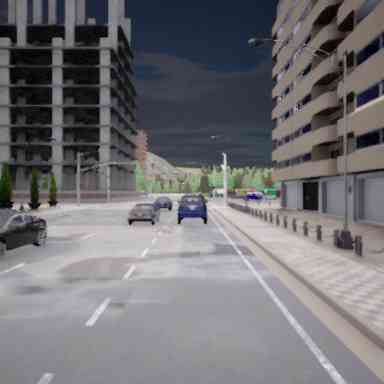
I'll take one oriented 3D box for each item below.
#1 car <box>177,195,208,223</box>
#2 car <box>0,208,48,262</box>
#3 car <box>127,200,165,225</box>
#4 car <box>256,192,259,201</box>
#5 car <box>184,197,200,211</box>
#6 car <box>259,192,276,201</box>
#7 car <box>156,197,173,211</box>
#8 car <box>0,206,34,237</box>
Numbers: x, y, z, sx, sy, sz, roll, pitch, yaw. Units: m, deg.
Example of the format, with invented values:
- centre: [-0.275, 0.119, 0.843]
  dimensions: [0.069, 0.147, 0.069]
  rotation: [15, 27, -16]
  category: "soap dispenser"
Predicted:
- centre: [0.052, 1.212, 25.409]
  dimensions: [2.150, 2.045, 5.566]
  rotation: [0, 0, 1]
  category: "car"
- centre: [-7.016, 1.488, 12.140]
  dimensions: [2.128, 1.511, 4.902]
  rotation: [0, 0, 0]
  category: "car"
- centre: [-3.385, 1.537, 24.052]
  dimensions: [2.033, 1.411, 5.357]
  rotation: [0, 0, 0]
  category: "car"
- centre: [20.812, 1.375, 93.030]
  dimensions: [3.905, 1.438, 1.784]
  rotation: [0, 0, 0]
  category: "car"
- centre: [-0.004, 1.459, 41.488]
  dimensions: [1.882, 1.535, 5.008]
  rotation: [0, 0, 0]
  category: "car"
- centre: [20.826, 1.408, 90.135]
  dimensions: [3.806, 1.475, 1.970]
  rotation: [0, 0, 0]
  category: "car"
- centre: [-3.501, 1.334, 41.073]
  dimensions: [2.097, 1.767, 4.553]
  rotation: [0, 0, 0]
  category: "car"
- centre: [-10.523, 1.541, 17.305]
  dimensions: [2.033, 1.411, 5.357]
  rotation: [0, 0, 1]
  category: "car"
